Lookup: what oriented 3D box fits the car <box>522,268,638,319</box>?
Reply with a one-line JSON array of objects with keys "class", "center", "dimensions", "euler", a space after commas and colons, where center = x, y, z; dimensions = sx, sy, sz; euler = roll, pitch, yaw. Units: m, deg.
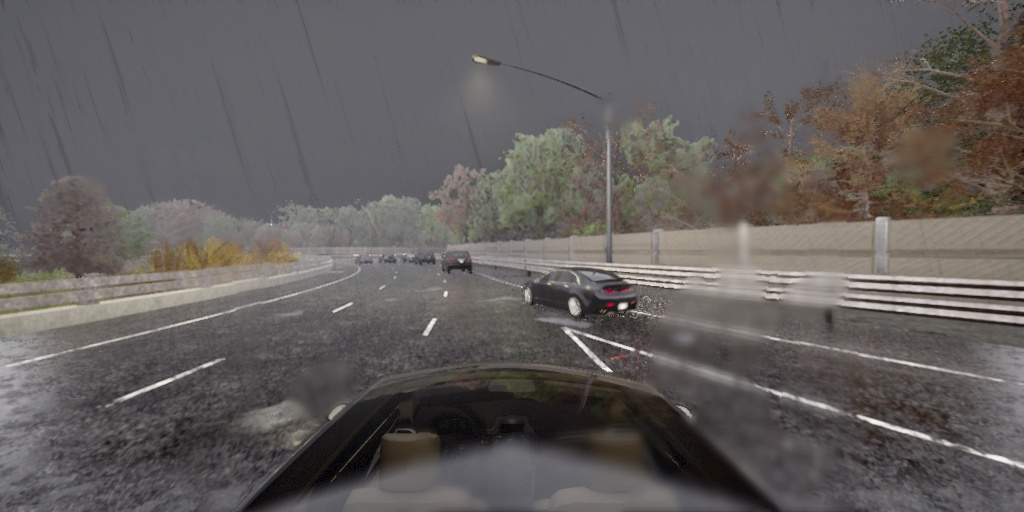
[{"class": "car", "center": [2.050, 1.128, 12.210], "dimensions": [1.837, 1.490, 4.892], "euler": [-1, 1, -26]}]

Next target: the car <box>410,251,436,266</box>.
[{"class": "car", "center": [-12.439, 0.285, 50.879], "dimensions": [2.150, 2.045, 5.566], "euler": [0, 1, -26]}]

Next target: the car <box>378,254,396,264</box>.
[{"class": "car", "center": [-19.866, 0.502, 57.062], "dimensions": [1.837, 1.490, 4.892], "euler": [-1, 1, -34]}]

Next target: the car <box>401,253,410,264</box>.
[{"class": "car", "center": [-16.585, 0.567, 58.520], "dimensions": [1.895, 1.301, 4.718], "euler": [-1, 1, -34]}]

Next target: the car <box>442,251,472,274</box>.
[{"class": "car", "center": [-5.086, 0.532, 32.758], "dimensions": [2.150, 2.045, 5.566], "euler": [0, 1, -18]}]

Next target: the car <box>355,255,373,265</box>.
[{"class": "car", "center": [-22.840, 0.579, 55.216], "dimensions": [2.033, 1.411, 5.357], "euler": [-1, 1, -34]}]
